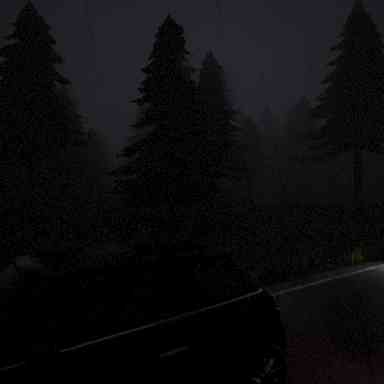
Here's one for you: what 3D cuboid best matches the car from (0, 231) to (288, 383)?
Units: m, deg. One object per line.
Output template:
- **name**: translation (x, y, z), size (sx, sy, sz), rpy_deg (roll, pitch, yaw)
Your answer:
- **car**: translation (-1.184, 1.352, 3.146), size (4.553, 1.767, 2.097), rpy_deg (0, 0, -37)
